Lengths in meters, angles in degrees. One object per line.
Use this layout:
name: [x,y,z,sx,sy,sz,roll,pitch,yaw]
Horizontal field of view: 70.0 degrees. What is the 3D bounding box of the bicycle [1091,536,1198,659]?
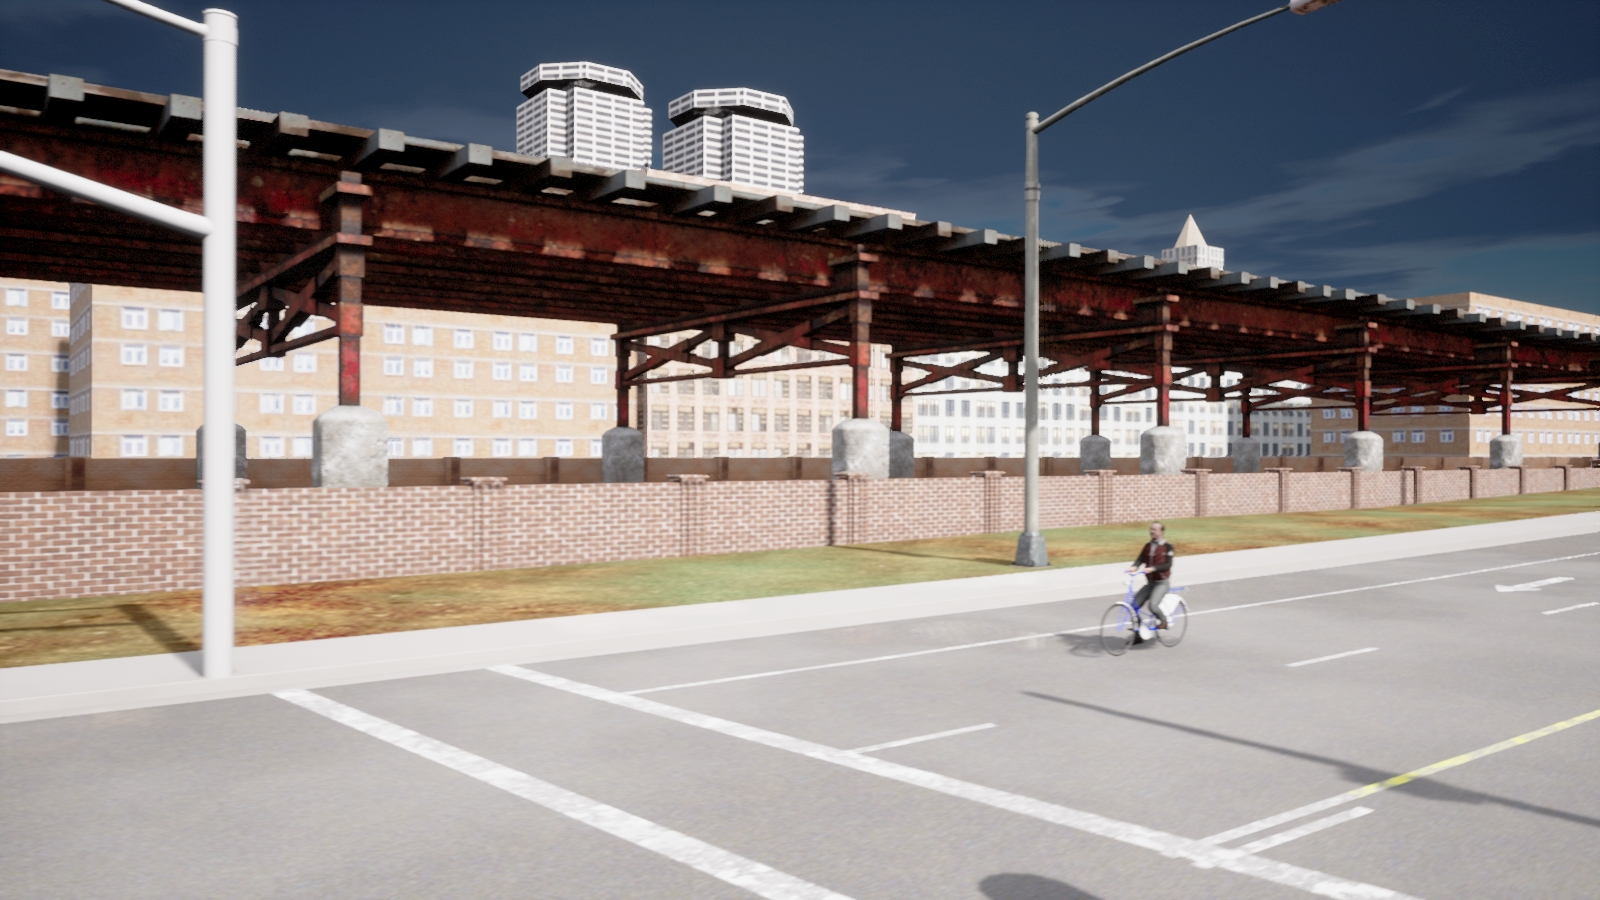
bicycle: [4.733,1.984,15.633,1.835,1.496,0.329,0,0,-35]
